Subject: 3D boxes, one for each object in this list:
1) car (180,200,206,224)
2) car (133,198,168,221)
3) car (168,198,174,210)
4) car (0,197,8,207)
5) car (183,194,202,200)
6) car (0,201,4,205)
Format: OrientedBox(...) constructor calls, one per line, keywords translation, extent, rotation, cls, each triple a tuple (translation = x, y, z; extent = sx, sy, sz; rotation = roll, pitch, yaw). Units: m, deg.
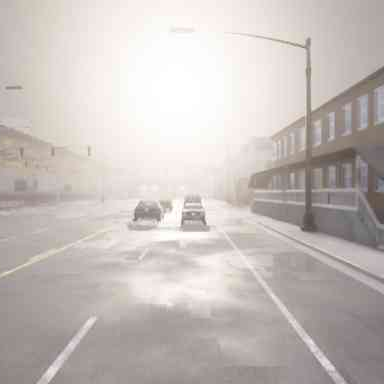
OrientedBox(translation=(0.097, 1.567, 25.109), extent=(2.033, 1.411, 5.357), rotation=(0, 0, 0), cls="car")
OrientedBox(translation=(-3.424, 1.373, 27.274), extent=(2.097, 1.767, 4.553), rotation=(0, 0, 0), cls="car")
OrientedBox(translation=(-3.412, 1.512, 42.696), extent=(1.882, 1.535, 5.008), rotation=(0, 0, 0), cls="car")
OrientedBox(translation=(-30.738, 1.490, 50.063), extent=(2.038, 1.542, 4.974), rotation=(0, 0, 29), cls="car")
OrientedBox(translation=(0.088, 1.257, 41.608), extent=(2.150, 2.045, 5.566), rotation=(0, 0, 0), cls="car")
OrientedBox(translation=(-30.762, 1.332, 50.017), extent=(1.853, 1.218, 4.536), rotation=(0, 0, 29), cls="car")
